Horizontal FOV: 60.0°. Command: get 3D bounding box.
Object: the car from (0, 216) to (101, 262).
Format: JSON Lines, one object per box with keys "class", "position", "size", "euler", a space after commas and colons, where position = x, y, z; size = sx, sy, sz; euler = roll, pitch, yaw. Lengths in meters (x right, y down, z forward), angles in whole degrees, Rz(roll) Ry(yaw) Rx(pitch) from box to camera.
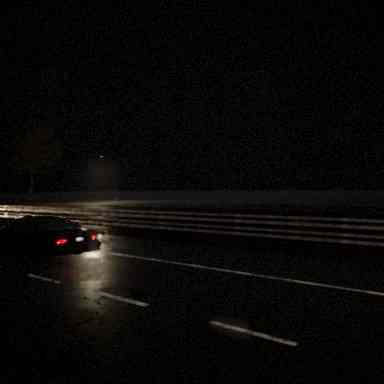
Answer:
{"class": "car", "position": [-5.724, 1.607, 12.355], "size": [5.357, 1.411, 2.033], "euler": [0, 0, 36]}
